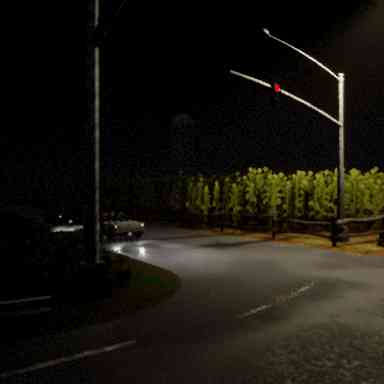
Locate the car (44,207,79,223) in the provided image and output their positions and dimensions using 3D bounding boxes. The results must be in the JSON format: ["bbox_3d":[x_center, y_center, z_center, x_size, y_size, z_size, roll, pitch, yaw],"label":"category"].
[{"bbox_3d":[-10.227,1.877,26.255,1.895,1.301,4.718,0,-1,-36],"label":"car"}]

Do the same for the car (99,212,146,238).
[{"bbox_3d":[-4.390,1.790,18.338,1.895,1.301,4.718,0,-1,-36],"label":"car"}]
